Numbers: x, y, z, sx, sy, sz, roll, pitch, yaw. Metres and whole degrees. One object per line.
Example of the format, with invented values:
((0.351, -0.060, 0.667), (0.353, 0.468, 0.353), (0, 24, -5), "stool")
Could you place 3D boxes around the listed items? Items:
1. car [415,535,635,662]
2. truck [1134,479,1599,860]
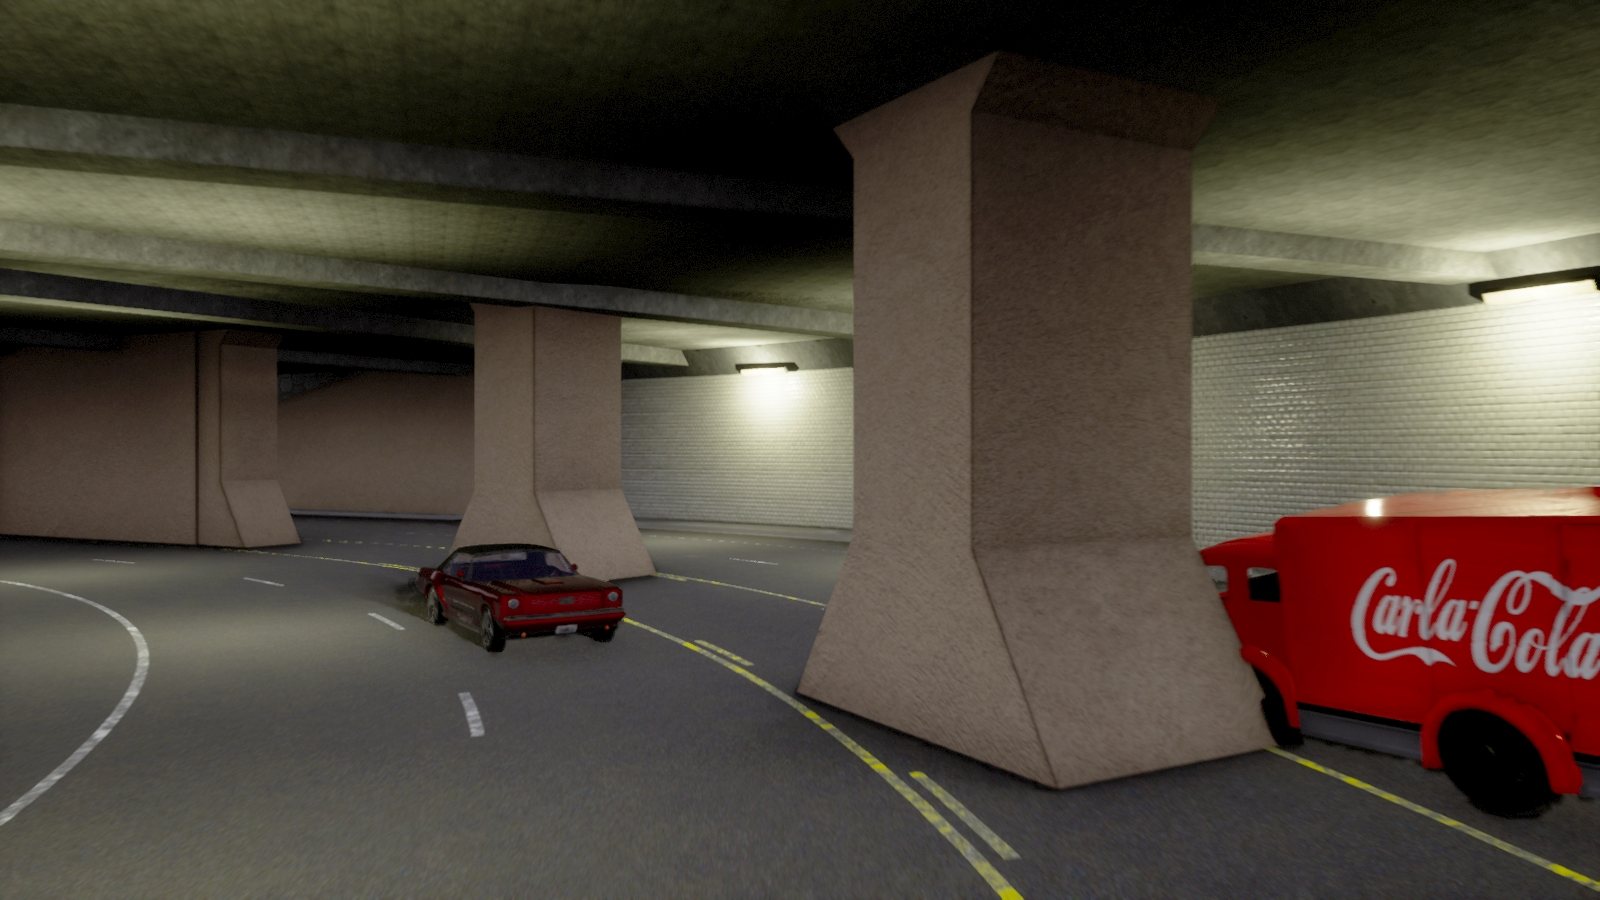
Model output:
((-4.385, 2.157, 17.640), (1.895, 1.301, 4.718), (0, 0, -32), "car")
((5.979, 1.666, 10.375), (2.627, 2.467, 5.204), (-7, -1, -24), "truck")
